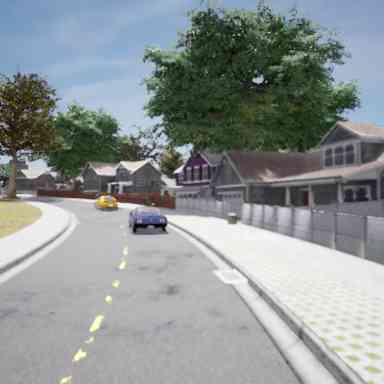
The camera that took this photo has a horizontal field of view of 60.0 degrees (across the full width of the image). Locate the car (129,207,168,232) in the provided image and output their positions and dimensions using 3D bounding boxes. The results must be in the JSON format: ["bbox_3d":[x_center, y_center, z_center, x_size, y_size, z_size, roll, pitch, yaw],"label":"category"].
[{"bbox_3d":[-2.739,1.558,19.858,1.895,1.301,4.718,0,0,-14],"label":"car"}]

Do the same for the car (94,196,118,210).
[{"bbox_3d":[-9.878,1.207,37.993,1.882,1.535,5.008,0,1,-28],"label":"car"}]
